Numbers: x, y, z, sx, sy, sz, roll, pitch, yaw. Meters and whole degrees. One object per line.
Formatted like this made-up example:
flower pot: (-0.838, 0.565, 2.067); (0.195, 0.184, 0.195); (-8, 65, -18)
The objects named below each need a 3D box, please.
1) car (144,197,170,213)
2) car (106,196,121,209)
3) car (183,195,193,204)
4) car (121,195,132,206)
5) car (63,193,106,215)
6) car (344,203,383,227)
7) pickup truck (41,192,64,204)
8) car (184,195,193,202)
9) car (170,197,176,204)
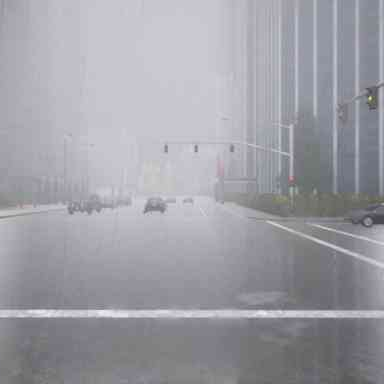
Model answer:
car: (-3.941, 1.350, 36.641); (2.097, 1.767, 4.553); (0, 0, 0)
car: (-11.176, 1.562, 44.316); (1.994, 1.385, 4.181); (0, 0, -1)
car: (-0.754, 1.522, 65.241); (1.812, 1.442, 4.674); (0, 0, 0)
car: (-11.251, 1.349, 54.523); (2.097, 1.767, 4.553); (0, 0, -1)
car: (-11.091, 1.220, 34.787); (2.150, 2.045, 5.566); (0, 0, -1)
car: (12.630, 1.504, 21.981); (4.892, 1.490, 1.837); (0, 0, 0)
pickup truck: (-24.331, 1.055, 59.937); (2.390, 2.098, 6.274); (0, 0, 30)
car: (-0.841, 1.382, 75.492); (1.882, 1.535, 5.008); (0, 0, 0)
car: (-4.156, 1.597, 65.577); (1.895, 1.301, 4.718); (0, 0, -1)
